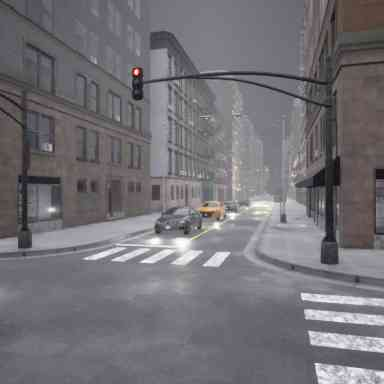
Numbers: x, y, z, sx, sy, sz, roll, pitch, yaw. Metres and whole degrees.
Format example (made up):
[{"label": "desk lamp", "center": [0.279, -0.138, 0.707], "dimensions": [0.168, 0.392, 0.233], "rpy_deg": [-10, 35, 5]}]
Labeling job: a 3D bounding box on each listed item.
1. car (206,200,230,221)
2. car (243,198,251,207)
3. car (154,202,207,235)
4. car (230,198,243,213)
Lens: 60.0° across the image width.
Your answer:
[{"label": "car", "center": [1.728, 1.521, 28.420], "dimensions": [1.882, 1.535, 5.008], "rpy_deg": [0, 0, 15]}, {"label": "car", "center": [8.294, 1.618, 52.830], "dimensions": [2.033, 1.411, 5.357], "rpy_deg": [0, 0, 15]}, {"label": "car", "center": [-0.653, 1.560, 19.434], "dimensions": [1.812, 1.442, 4.674], "rpy_deg": [0, 0, 15]}, {"label": "car", "center": [4.309, 1.618, 38.110], "dimensions": [1.994, 1.385, 4.181], "rpy_deg": [0, 0, 15]}]
